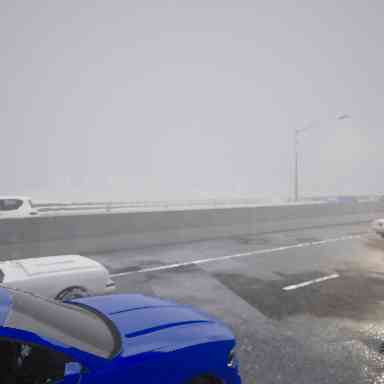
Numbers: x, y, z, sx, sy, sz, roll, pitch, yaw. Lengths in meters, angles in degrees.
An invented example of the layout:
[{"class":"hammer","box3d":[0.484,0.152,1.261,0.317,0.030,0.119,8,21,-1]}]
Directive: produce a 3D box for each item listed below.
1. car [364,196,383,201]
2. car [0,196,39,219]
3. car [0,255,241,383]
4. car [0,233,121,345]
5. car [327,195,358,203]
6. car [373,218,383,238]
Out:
[{"class":"car","box3d":[23.200,1.192,41.329,5.357,1.411,2.033,0,0,-34]},{"class":"car","box3d":[-9.600,1.212,14.334,5.566,2.045,2.150,-1,0,-35]},{"class":"car","box3d":[-1.836,1.478,2.430,5.008,1.535,1.882,-1,1,-35]},{"class":"car","box3d":[-3.742,1.599,5.372,4.718,1.301,1.895,-1,0,-35]},{"class":"car","box3d":[19.470,1.138,43.040,5.008,1.535,1.882,-1,0,-34]},{"class":"car","box3d":[10.426,1.450,15.365,4.718,1.301,1.895,-1,0,-35]}]
